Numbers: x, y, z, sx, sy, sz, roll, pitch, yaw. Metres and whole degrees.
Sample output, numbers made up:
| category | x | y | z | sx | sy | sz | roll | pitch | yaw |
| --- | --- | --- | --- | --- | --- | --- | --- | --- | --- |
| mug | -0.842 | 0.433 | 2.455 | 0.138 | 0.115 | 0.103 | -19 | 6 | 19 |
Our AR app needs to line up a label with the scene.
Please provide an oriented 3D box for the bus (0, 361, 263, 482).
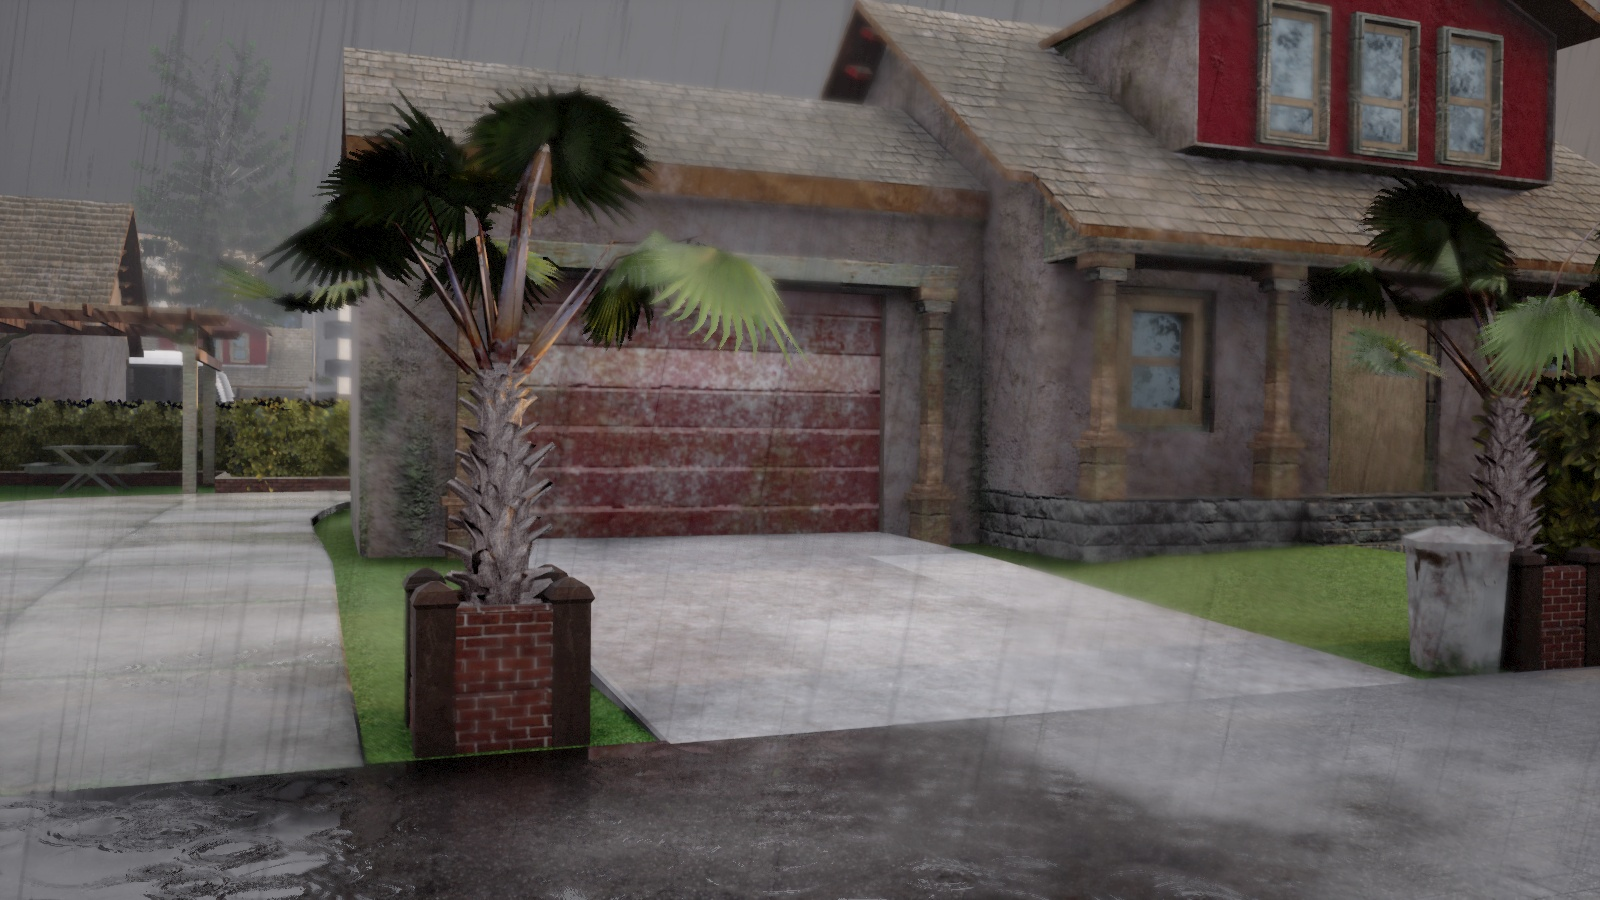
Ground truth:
| category | x | y | z | sx | sy | sz | roll | pitch | yaw |
| --- | --- | --- | --- | --- | --- | --- | --- | --- | --- |
| bus | -25.778 | -1.064 | 46.953 | 10.273 | 4.253 | 3.944 | -1 | 1 | -21 |
